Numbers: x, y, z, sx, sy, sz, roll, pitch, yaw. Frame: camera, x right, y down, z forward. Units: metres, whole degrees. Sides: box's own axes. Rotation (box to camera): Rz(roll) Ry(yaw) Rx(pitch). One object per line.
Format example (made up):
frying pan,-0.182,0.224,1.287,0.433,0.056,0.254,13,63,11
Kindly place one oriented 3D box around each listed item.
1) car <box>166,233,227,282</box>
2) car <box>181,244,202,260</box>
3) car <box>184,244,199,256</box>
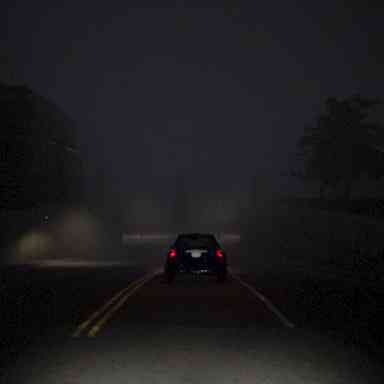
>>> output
car,0.128,2.480,13.246,2.097,1.767,4.553,0,-9,0
car,-0.043,6.051,33.769,2.033,1.411,5.357,0,-9,0
car,-0.061,7.668,44.304,1.994,1.385,4.181,0,-6,0
